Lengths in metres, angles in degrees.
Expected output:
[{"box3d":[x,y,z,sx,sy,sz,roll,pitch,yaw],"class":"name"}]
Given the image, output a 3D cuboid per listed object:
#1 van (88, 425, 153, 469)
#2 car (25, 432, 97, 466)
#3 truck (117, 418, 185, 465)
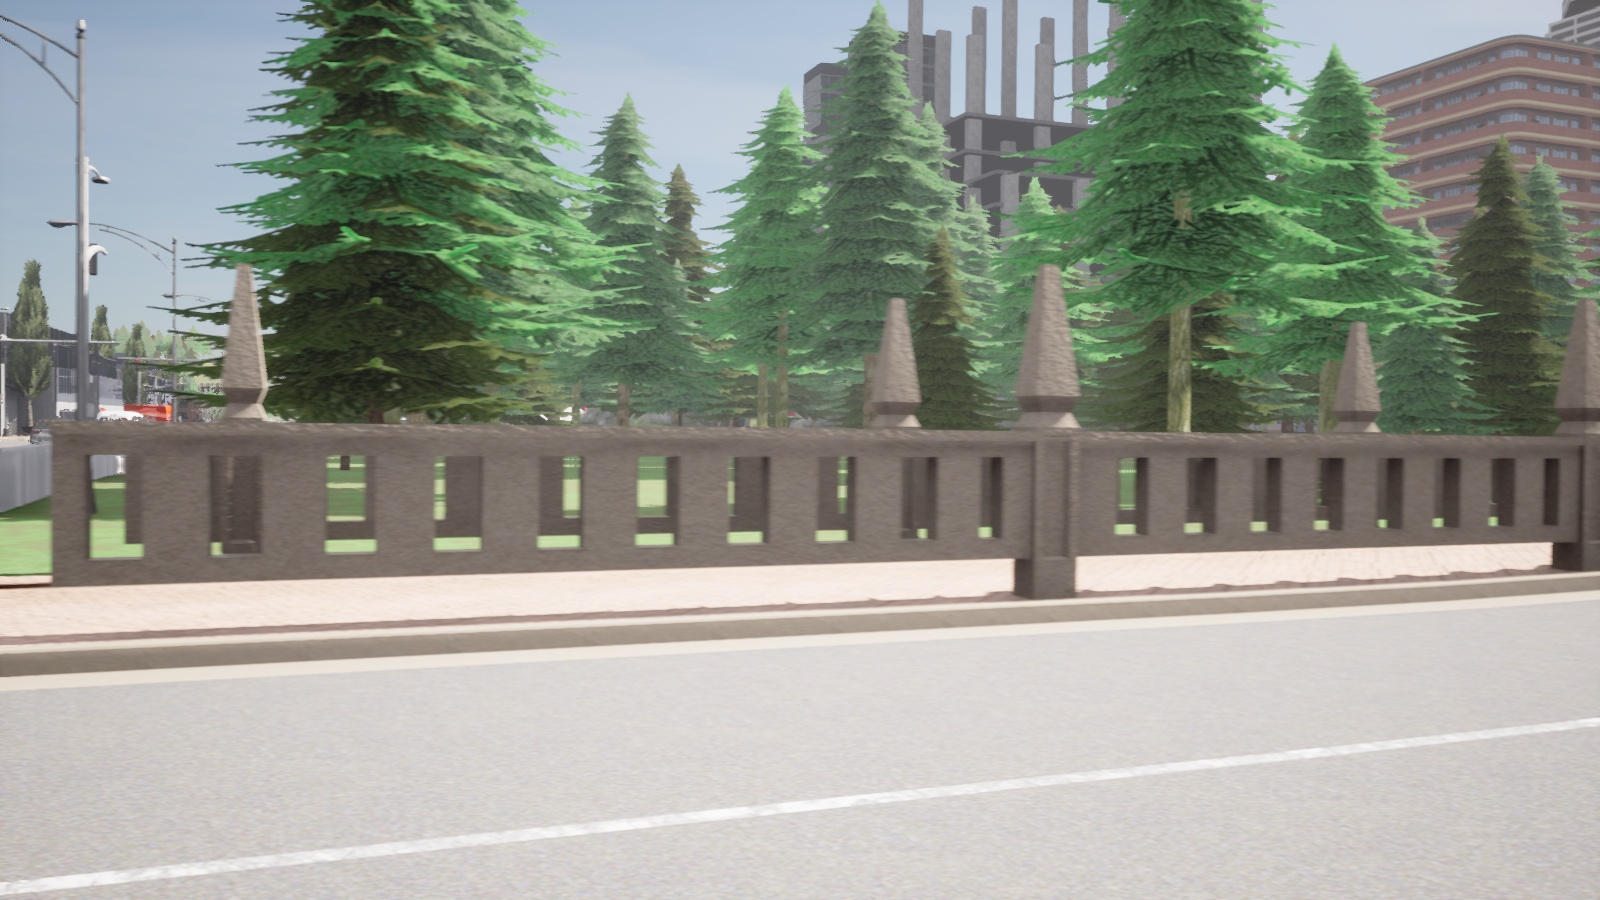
[{"box3d":[-33.133,-0.171,61.354,2.069,2.038,4.480,-1,1,-19],"class":"van"},{"box3d":[-37.973,-0.059,64.649,2.242,1.667,4.611,-1,0,-19],"class":"car"},{"box3d":[-36.182,-0.500,70.183,2.627,2.467,5.204,-1,1,-19],"class":"truck"}]
